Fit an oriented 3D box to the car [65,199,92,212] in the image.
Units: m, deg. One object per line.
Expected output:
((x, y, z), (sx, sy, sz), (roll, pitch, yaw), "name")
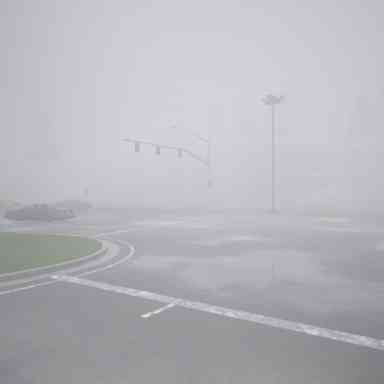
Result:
((-13.393, 1.506, 36.531), (4.892, 1.490, 1.837), (0, -1, 16), "car")

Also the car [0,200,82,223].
((-11.359, 1.547, 24.949), (5.357, 1.411, 2.033), (0, 0, 19), "car")

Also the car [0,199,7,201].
((-20.132, 1.477, 34.588), (5.008, 1.535, 1.882), (0, -1, 11), "car")
